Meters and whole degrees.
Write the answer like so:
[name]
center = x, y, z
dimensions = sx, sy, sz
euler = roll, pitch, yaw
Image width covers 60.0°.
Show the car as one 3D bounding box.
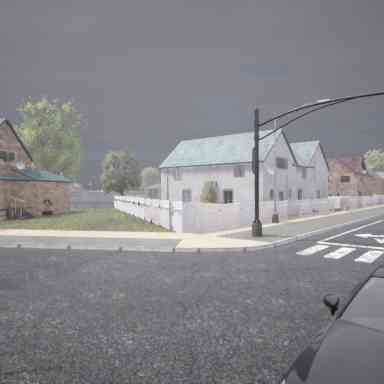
[car]
center = 2.551, 1.524, 3.451
dimensions = 1.812, 1.442, 4.674
euler = 0, 0, 42
